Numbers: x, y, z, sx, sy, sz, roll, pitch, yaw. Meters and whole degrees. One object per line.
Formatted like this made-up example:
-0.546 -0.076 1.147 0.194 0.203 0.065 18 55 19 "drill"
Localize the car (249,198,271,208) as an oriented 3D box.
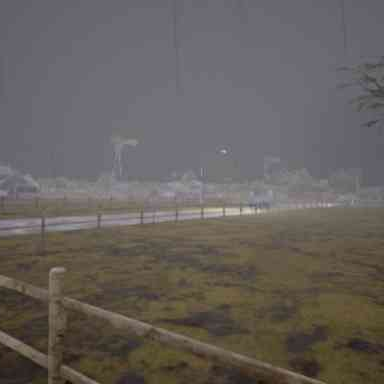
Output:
10.667 1.716 52.031 1.882 1.535 5.008 3 1 35 "car"
